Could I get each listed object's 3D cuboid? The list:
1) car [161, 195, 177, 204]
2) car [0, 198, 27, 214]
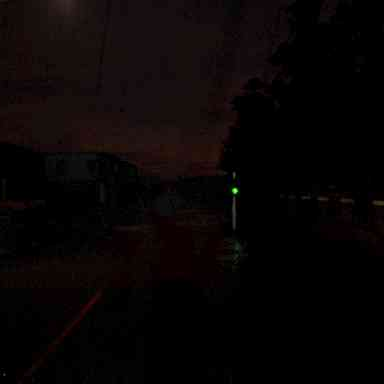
[{"bbox_3d":[-4.128,1.218,56.759,2.128,1.511,4.902,0,0,1],"label":"car"},{"bbox_3d":[-18.771,1.327,32.264,5.008,1.535,1.882,0,0,0],"label":"car"}]
